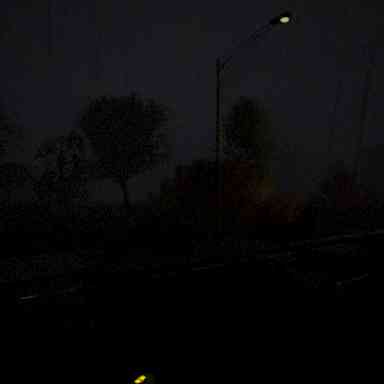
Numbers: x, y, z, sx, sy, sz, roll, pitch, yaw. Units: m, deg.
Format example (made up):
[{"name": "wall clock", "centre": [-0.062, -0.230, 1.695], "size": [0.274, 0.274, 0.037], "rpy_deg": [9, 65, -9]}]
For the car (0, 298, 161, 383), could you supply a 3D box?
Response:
[{"name": "car", "centre": [-2.411, 1.529, 1.944], "size": [4.674, 1.442, 1.812], "rpy_deg": [0, 0, -35]}]
